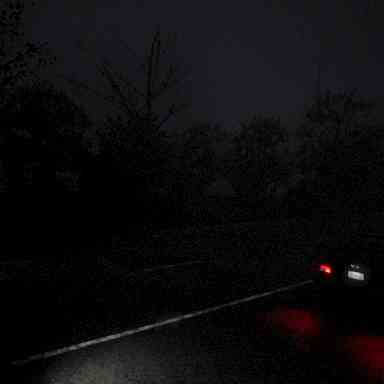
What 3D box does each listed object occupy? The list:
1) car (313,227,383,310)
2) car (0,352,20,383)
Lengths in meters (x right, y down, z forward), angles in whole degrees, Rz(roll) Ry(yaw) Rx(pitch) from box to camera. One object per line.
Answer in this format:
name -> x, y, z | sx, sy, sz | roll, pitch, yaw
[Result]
car -> 4.873, 1.453, 7.224 | 5.357, 1.411, 2.033 | -1, 1, -36
car -> -3.360, 1.499, 1.349 | 4.892, 1.490, 1.837 | 0, 0, -35
